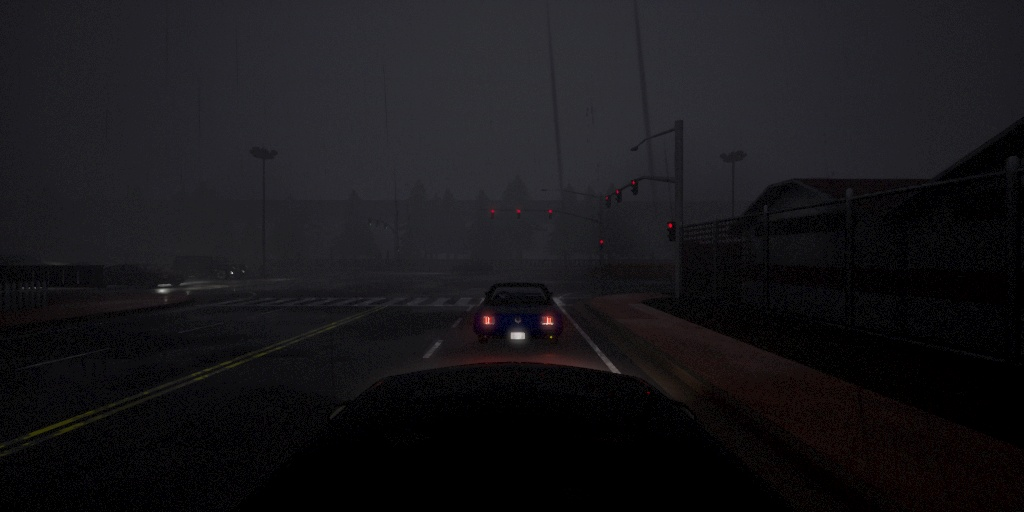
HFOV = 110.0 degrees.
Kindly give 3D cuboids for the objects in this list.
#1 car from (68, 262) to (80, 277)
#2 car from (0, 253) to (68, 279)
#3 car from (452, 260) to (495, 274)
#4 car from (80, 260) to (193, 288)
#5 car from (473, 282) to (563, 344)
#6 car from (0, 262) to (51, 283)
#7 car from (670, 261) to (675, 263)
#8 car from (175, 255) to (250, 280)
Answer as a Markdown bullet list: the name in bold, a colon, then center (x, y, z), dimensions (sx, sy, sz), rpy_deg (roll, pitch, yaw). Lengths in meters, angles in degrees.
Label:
- **car**: center (-35.124, 1.190, 30.029), dimensions (4.674, 1.442, 1.812), rpy_deg (1, 0, -1)
- **car**: center (-37.208, 0.817, 26.493), dimensions (5.566, 2.045, 2.150), rpy_deg (2, 0, -1)
- **car**: center (-4.448, 1.241, 41.250), dimensions (4.902, 1.511, 2.128), rpy_deg (0, 0, -1)
- **car**: center (-24.161, 1.226, 23.207), dimensions (5.008, 1.535, 1.882), rpy_deg (0, 0, -1)
- **car**: center (0.189, 1.351, 9.579), dimensions (1.895, 1.301, 4.718), rpy_deg (0, 0, 2)
- **car**: center (-33.201, 1.267, 23.058), dimensions (4.181, 1.385, 1.994), rpy_deg (1, 0, -1)
- **car**: center (19.317, 1.297, 41.660), dimensions (5.357, 1.411, 2.033), rpy_deg (0, 0, -1)
- **car**: center (-25.400, 0.965, 30.188), dimensions (5.566, 2.045, 2.150), rpy_deg (0, 0, -1)
